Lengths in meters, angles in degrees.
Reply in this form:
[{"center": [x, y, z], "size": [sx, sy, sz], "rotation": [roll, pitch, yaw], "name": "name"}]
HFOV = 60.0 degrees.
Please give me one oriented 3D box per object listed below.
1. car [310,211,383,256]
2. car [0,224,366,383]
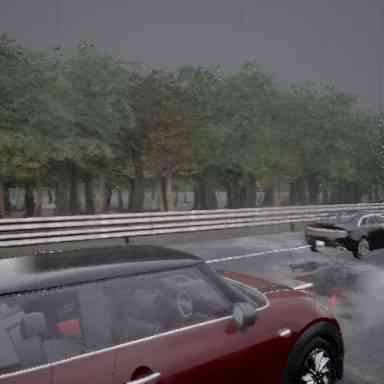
[{"center": [6.234, 1.471, 12.402], "size": [4.902, 1.511, 2.128], "rotation": [0, 0, -35], "name": "car"}, {"center": [-0.471, 1.348, 3.395], "size": [4.553, 1.767, 2.097], "rotation": [0, 0, -35], "name": "car"}]
